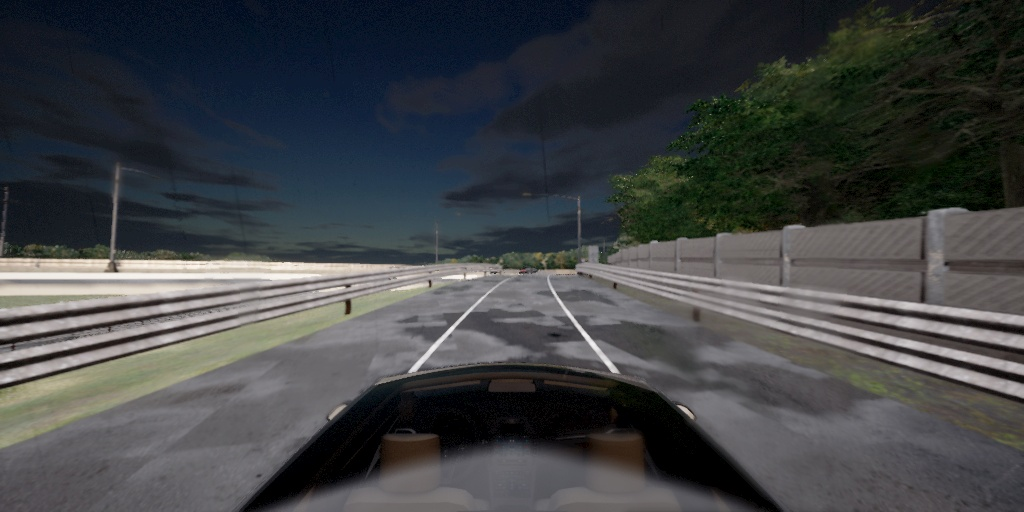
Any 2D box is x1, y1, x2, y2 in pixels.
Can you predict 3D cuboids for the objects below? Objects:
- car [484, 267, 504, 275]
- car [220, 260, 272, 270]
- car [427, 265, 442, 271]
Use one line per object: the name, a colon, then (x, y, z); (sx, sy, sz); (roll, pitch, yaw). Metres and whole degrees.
car: (-3.495, 2.577, 62.848); (1.837, 1.490, 4.892); (-2, -4, 43)
car: (-30.758, 1.257, 41.577); (4.902, 1.511, 2.128); (2, -4, -26)
car: (-12.637, 2.129, 54.191); (4.181, 1.385, 1.994); (3, -4, -41)
